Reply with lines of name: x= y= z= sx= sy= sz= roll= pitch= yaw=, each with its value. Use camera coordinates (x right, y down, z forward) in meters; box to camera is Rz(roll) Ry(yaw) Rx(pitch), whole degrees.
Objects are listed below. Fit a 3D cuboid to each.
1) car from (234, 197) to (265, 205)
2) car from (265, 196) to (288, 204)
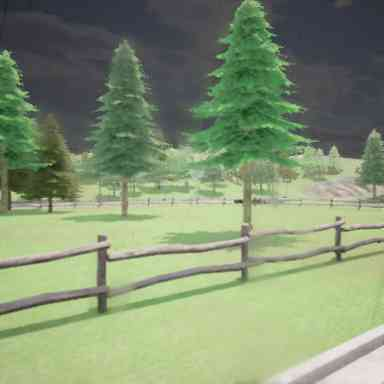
car: x=9.896 y=1.600 z=58.683 sx=4.718 sy=1.301 sz=1.895 roll=0 pitch=0 yaw=20
car: x=14.788 y=1.525 z=59.815 sx=4.674 sy=1.442 sz=1.812 roll=0 pitch=0 yaw=24
